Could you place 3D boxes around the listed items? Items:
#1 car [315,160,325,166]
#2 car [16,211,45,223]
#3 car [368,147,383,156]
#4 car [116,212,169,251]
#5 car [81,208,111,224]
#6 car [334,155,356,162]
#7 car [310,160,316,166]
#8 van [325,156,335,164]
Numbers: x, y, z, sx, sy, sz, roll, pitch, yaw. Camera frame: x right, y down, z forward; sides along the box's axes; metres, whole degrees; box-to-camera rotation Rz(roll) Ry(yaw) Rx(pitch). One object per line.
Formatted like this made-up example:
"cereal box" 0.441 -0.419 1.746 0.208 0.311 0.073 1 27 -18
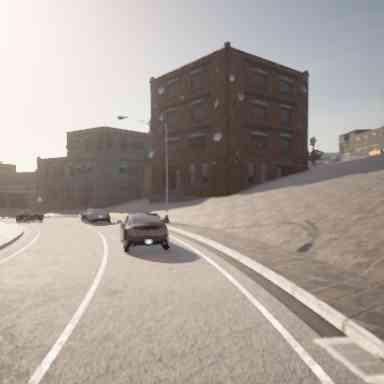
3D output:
"car" 26.847 -5.478 66.333 2.002 1.452 4.674 0 1 4
"car" -18.107 2.730 37.179 1.895 1.301 4.718 -2 -2 -42
"car" 25.412 -5.210 44.323 2.185 1.767 4.553 0 1 4
"car" -2.253 1.670 14.989 1.837 1.490 4.892 0 -1 -15
"car" -8.981 2.170 30.786 1.994 1.385 4.181 -1 -1 -30
"car" 26.128 -5.310 55.317 2.231 1.521 4.892 0 1 4
"car" 27.202 -5.864 71.803 2.435 2.045 5.566 0 1 4
"van" 26.479 -5.641 60.698 1.878 1.987 4.442 0 1 4
